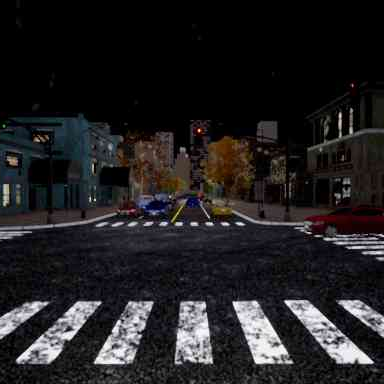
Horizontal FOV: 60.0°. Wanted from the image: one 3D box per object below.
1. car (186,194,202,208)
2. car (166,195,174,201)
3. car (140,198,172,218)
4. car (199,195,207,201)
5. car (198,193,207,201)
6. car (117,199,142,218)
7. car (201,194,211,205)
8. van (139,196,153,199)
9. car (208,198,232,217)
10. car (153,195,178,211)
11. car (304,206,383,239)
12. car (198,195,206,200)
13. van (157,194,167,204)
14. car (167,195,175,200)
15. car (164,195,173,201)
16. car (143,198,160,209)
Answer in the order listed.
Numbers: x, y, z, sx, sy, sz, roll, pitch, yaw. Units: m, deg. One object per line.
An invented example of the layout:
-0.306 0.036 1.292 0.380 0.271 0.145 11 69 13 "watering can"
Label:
0.095 1.462 46.672 1.882 1.535 5.008 0 0 0 "car"
-5.705 1.513 85.868 1.887 1.381 4.507 0 0 0 "car"
-3.121 1.516 29.660 1.812 1.442 4.674 0 0 0 "car"
2.677 1.516 80.323 1.887 1.381 4.507 -1 0 0 "car"
2.673 1.284 85.870 2.192 1.841 5.009 -1 0 0 "car"
-5.696 1.572 30.405 1.802 1.307 4.206 0 0 0 "car"
2.680 1.531 58.138 2.008 1.369 4.403 -1 0 0 "car"
-5.700 1.327 41.497 1.690 1.788 3.998 0 0 0 "van"
2.683 1.515 30.576 1.752 1.417 4.829 -1 0 0 "car"
-3.105 1.478 39.851 2.128 1.511 4.902 0 0 0 "car"
7.858 1.394 16.091 4.674 1.442 1.812 -1 1 -1 "car"
2.675 1.511 91.416 1.887 1.381 4.507 -1 0 0 "car"
-5.703 1.319 63.683 1.690 1.788 3.998 0 0 0 "van"
-5.706 1.548 91.414 1.802 1.307 4.206 0 0 0 "car"
-5.704 1.537 80.322 1.947 1.339 4.313 0 0 0 "car"
-5.699 1.529 47.044 1.887 1.381 4.507 0 0 0 "car"
